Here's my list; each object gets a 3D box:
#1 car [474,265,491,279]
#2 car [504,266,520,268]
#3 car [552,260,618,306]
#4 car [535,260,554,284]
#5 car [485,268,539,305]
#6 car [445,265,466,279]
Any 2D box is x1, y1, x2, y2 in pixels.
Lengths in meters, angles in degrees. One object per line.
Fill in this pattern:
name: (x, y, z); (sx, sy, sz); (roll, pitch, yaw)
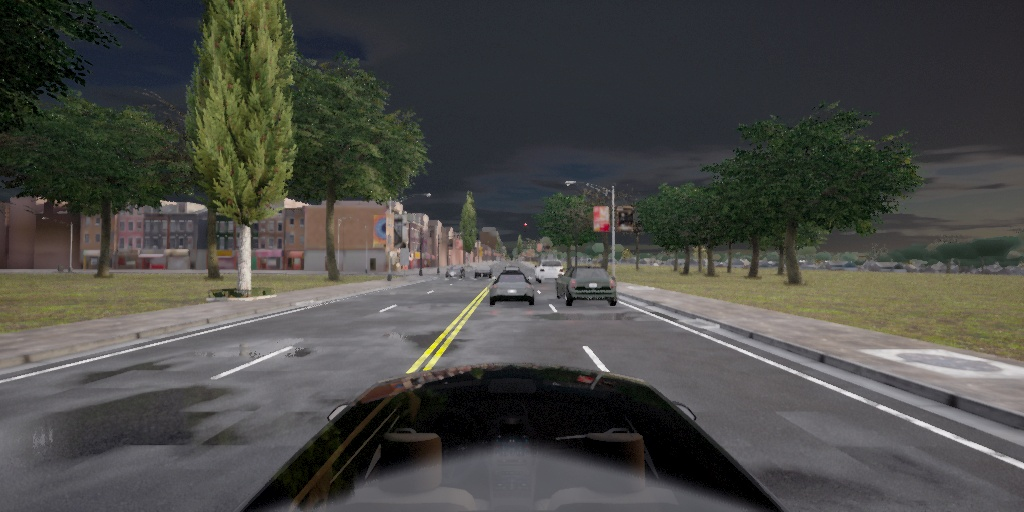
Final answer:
car: (-3.250, 1.834, 41.717); (1.882, 1.535, 5.008); (0, -1, 0)
car: (0.000, 1.626, 31.512); (1.837, 1.490, 4.892); (0, -1, 0)
car: (3.250, 1.213, 16.480); (2.097, 1.767, 4.553); (0, -1, 0)
car: (3.250, 1.369, 31.548); (2.150, 2.045, 5.566); (0, -1, 0)
car: (0.000, 1.419, 16.508); (1.994, 1.385, 4.181); (0, -1, 0)
car: (-6.500, 1.844, 41.718); (2.128, 1.511, 4.902); (0, -1, 0)
